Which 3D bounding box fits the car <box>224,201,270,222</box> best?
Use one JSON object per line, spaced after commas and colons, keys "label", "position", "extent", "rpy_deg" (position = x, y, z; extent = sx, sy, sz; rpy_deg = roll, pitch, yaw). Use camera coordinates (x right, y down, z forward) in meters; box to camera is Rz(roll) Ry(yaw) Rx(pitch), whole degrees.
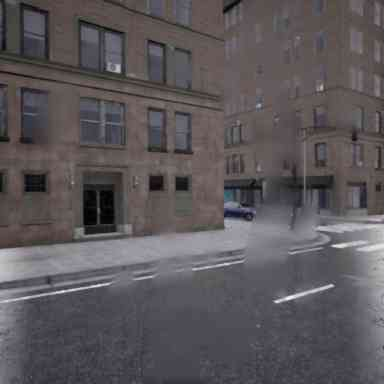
{"label": "car", "position": [3.848, 1.449, 25.943], "extent": [1.812, 1.442, 4.674], "rpy_deg": [-1, 1, -38]}
